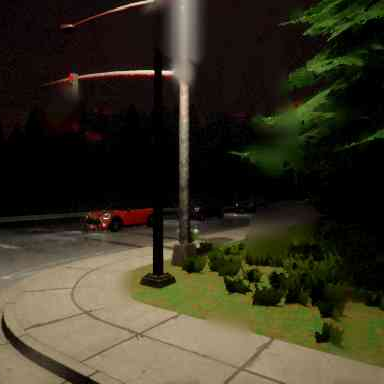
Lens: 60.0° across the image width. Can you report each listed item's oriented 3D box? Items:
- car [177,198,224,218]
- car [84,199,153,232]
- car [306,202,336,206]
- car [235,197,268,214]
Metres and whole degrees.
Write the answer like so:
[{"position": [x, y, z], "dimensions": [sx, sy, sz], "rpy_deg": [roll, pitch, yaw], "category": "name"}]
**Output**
[{"position": [0.789, 1.325, 27.335], "dimensions": [2.097, 1.767, 4.553], "rpy_deg": [0, 0, 35], "category": "car"}, {"position": [-4.223, 1.325, 20.087], "dimensions": [2.097, 1.767, 4.553], "rpy_deg": [0, 0, 35], "category": "car"}, {"position": [16.413, 1.195, 42.900], "dimensions": [2.150, 2.045, 5.566], "rpy_deg": [0, 0, 36], "category": "car"}, {"position": [6.377, 1.326, 35.330], "dimensions": [2.097, 1.767, 4.553], "rpy_deg": [0, 0, 36], "category": "car"}]
